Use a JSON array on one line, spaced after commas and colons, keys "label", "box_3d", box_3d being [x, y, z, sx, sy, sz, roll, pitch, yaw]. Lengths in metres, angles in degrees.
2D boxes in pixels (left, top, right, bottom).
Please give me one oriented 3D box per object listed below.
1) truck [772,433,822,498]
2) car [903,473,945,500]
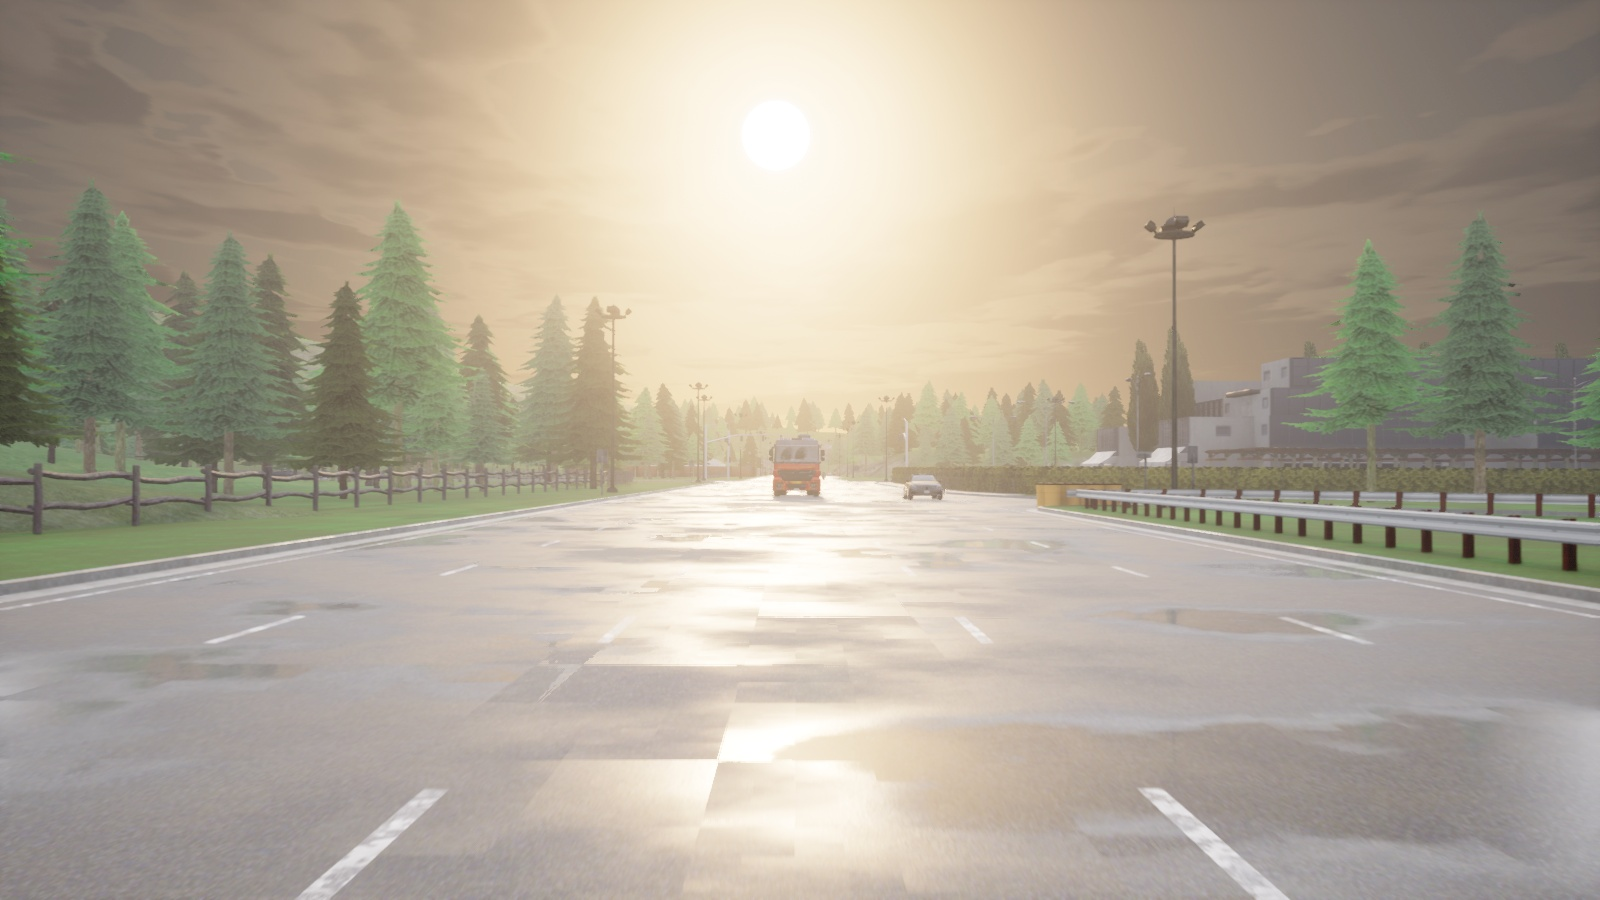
[{"label": "truck", "box_3d": [-0.187, 0.961, 78.263, 2.891, 3.827, 8.468, 0, -1, 0]}, {"label": "car", "box_3d": [6.843, 1.979, 69.701, 1.812, 1.442, 4.674, 0, -1, 0]}]
